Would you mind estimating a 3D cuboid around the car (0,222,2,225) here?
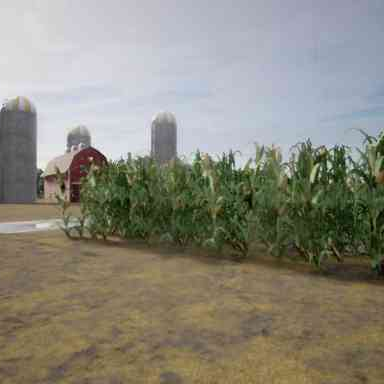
[{"bbox_3d":[-13.487,1.723,18.664,1.895,1.301,4.718,1,0,44],"label":"car"}]
